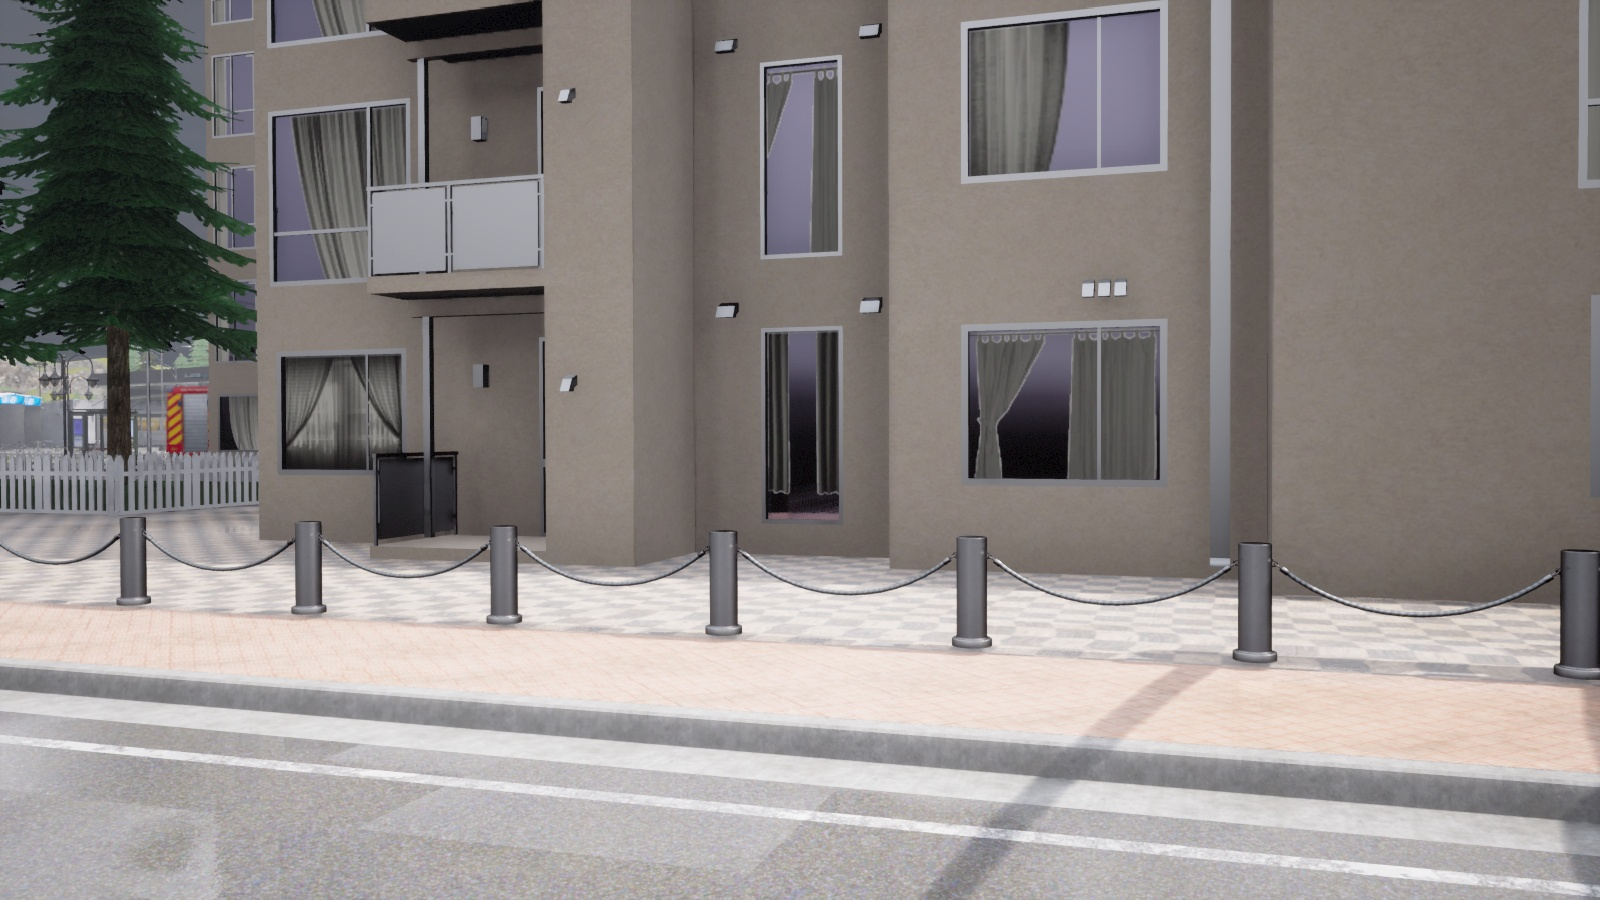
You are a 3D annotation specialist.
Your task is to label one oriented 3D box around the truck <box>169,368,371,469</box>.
[{"bbox_3d":[-21.719,-1.269,52.145,2.891,3.827,8.468,1,1,18],"label":"truck"}]
